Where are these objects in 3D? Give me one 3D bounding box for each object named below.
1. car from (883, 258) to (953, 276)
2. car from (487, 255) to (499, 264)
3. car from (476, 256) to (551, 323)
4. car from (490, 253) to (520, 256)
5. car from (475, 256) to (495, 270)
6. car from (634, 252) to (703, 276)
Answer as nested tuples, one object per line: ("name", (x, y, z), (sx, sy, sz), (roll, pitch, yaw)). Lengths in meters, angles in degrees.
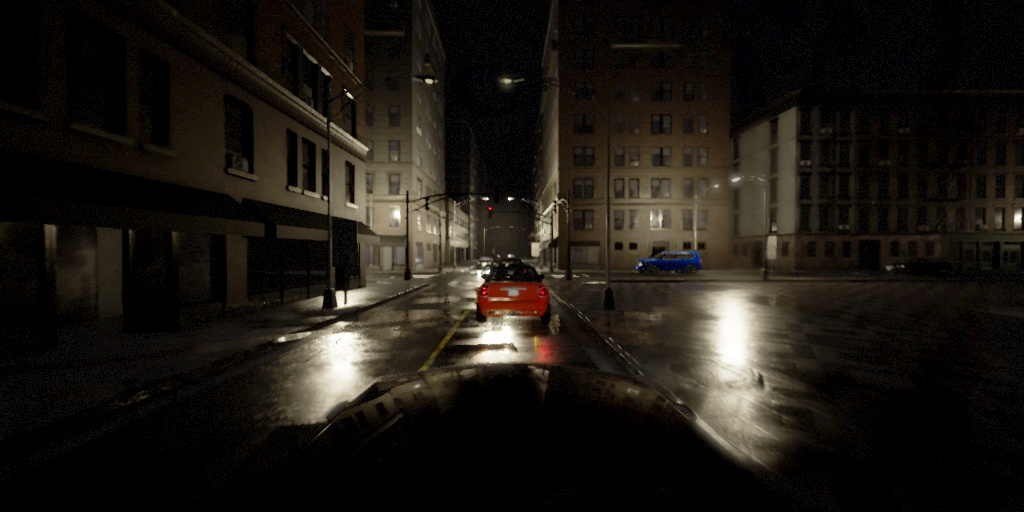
("car", (35.560, 0.921, 31.473), (4.902, 1.511, 2.128), (0, 1, 0))
("car", (-3.179, 0.621, 61.409), (1.837, 1.490, 4.892), (0, 0, 0))
("car", (0.045, 0.995, 11.792), (2.097, 1.767, 4.553), (0, 1, 0))
("car", (-0.179, 0.891, 21.522), (2.097, 1.767, 4.553), (0, 1, -3))
("car", (-3.205, 0.791, 43.918), (2.128, 1.511, 4.902), (0, 1, 0))
("car", (13.618, 0.656, 31.277), (5.566, 2.045, 2.150), (0, 1, -1))
